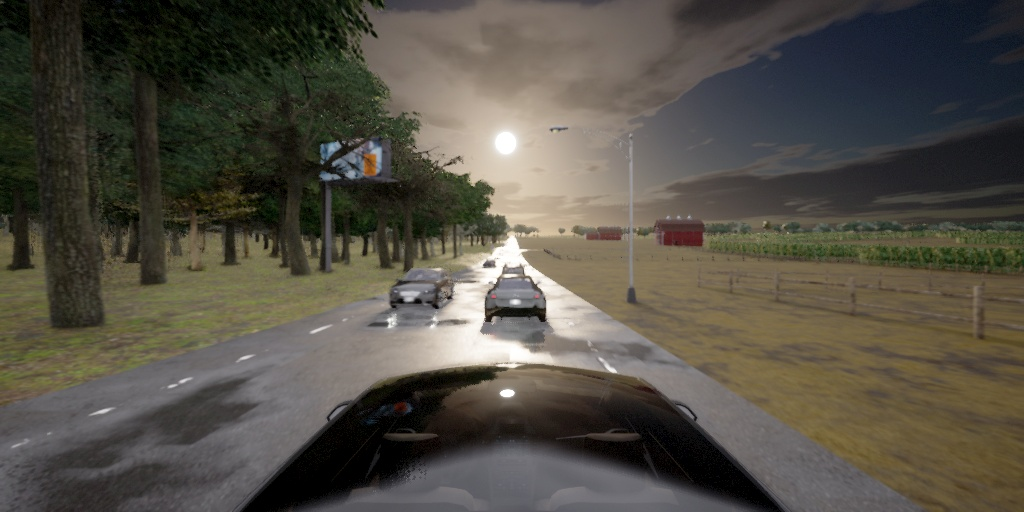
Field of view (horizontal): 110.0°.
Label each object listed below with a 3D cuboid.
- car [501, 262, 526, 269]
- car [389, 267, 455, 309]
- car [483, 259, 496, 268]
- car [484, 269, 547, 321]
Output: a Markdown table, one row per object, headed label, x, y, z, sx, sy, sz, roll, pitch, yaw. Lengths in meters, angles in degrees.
| label | x | y | z | sx | sy | sz | roll | pitch | yaw |
| --- | --- | --- | --- | --- | --- | --- | --- | --- | --- |
| car | 0.107 | 1.218 | 30.092 | 2.128 | 1.511 | 4.902 | 0 | 0 | 0 |
| car | -3.593 | 1.246 | 14.990 | 2.128 | 1.511 | 4.902 | 0 | 0 | 0 |
| car | -3.532 | 1.116 | 57.038 | 1.994 | 1.385 | 4.181 | 0 | 1 | 1 |
| car | 0.102 | 1.320 | 12.523 | 1.994 | 1.385 | 4.181 | 0 | 0 | 0 |
